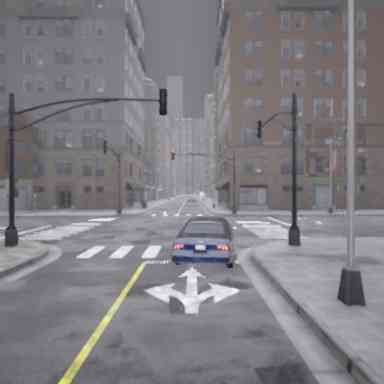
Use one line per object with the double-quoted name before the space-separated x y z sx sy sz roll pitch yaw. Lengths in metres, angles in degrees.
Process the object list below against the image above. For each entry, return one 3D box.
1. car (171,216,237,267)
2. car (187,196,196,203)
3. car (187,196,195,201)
"car" 0.539 1.556 11.550 2.033 1.411 5.357 0 0 7
"car" -0.130 1.691 70.830 1.895 1.301 4.718 0 0 0
"car" -0.169 1.547 80.835 1.895 1.301 4.718 0 0 0
